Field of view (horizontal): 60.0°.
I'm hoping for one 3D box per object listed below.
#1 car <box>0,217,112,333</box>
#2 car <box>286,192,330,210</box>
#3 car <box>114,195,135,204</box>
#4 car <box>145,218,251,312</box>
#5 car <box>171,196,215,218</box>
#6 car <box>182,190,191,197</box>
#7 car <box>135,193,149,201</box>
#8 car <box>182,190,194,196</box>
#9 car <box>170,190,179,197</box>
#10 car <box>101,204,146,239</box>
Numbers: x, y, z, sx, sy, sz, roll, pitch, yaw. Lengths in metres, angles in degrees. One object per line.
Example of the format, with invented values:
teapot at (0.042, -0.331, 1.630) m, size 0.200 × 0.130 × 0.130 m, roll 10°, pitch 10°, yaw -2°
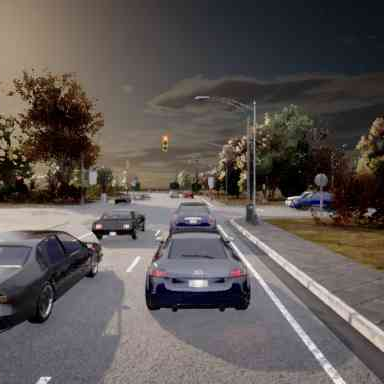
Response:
car at (-3.417, 1.528, 7.067) m, size 2.033 × 1.411 × 5.357 m, roll 0°, pitch 0°, yaw -1°
car at (14.021, 0.993, 37.455) m, size 5.566 × 2.045 × 2.150 m, roll 0°, pitch 0°, yaw -3°
car at (-10.789, 1.268, 52.201) m, size 1.895 × 1.301 × 4.718 m, roll 0°, pitch 0°, yaw 0°
car at (0.081, 1.541, 7.755) m, size 1.994 × 1.385 × 4.181 m, roll 0°, pitch 0°, yaw -1°
car at (0.044, 1.271, 16.389) m, size 2.097 × 1.767 × 4.553 m, roll 0°, pitch 0°, yaw 0°
car at (-1.589, 0.393, 94.123) m, size 2.097 × 1.767 × 4.553 m, roll 0°, pitch 1°, yaw -7°
car at (-10.797, 1.023, 68.372) m, size 2.128 × 1.511 × 4.902 m, roll 0°, pitch 0°, yaw -1°
car at (-0.772, 0.566, 83.475) m, size 2.150 × 2.045 × 5.566 m, roll 0°, pitch 1°, yaw -4°
car at (-4.320, 0.886, 84.154) m, size 1.994 × 1.385 × 4.181 m, roll 0°, pitch 1°, yaw -4°
car at (-3.477, 1.518, 16.711) m, size 1.895 × 1.301 × 4.718 m, roll 0°, pitch 0°, yaw -1°
